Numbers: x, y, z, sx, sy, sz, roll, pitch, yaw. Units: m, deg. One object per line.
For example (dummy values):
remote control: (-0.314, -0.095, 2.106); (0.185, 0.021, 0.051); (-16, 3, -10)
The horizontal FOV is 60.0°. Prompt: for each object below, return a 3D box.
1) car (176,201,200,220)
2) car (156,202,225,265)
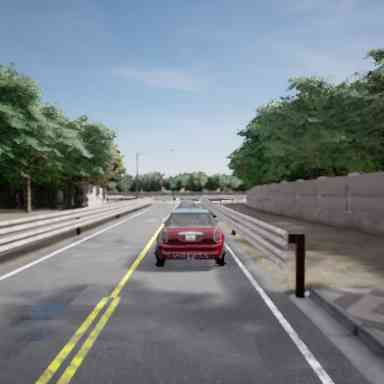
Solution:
car: (-0.370, 1.554, 29.158); (1.994, 1.385, 4.181); (0, 0, -1)
car: (-0.070, 1.346, 11.787); (2.097, 1.767, 4.553); (0, 0, -1)
